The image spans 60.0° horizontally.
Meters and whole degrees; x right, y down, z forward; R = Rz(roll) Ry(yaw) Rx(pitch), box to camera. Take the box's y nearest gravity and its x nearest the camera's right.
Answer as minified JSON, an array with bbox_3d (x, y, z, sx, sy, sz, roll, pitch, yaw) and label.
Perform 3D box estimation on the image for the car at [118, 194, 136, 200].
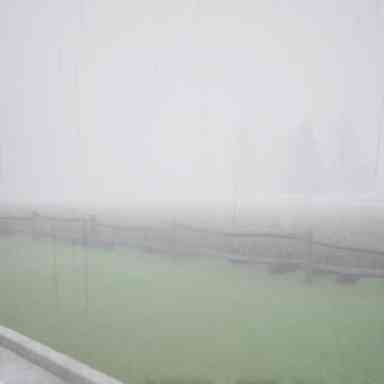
[{"bbox_3d":[-15.099,1.279,76.879,4.605,1.855,1.932,0,0,36],"label":"car"}]
